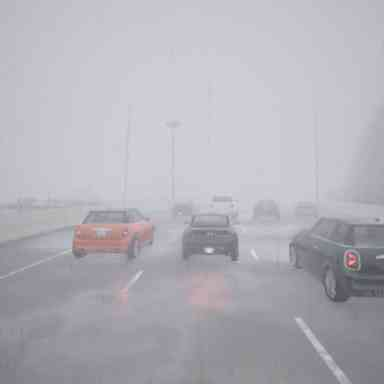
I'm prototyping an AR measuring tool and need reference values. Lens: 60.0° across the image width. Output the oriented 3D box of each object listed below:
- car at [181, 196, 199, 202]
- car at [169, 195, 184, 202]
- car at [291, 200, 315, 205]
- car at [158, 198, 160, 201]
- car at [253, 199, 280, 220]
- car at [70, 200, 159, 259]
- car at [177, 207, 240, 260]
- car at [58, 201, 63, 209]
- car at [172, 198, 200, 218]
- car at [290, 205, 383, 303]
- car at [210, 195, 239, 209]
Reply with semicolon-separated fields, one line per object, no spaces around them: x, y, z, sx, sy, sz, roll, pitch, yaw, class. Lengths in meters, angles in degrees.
-0.462;1.591;77.071;2.033;1.411;5.357;0;0;24;car
-3.613;1.570;78.595;1.812;1.442;4.674;0;0;24;car
10.318;1.519;30.766;1.882;1.535;5.008;0;0;11;car
-6.764;1.593;80.118;1.994;1.385;4.181;0;0;24;car
6.468;1.385;29.197;2.097;1.767;4.553;0;0;10;car
-2.751;1.355;12.801;2.097;1.767;4.553;0;0;4;car
0.719;1.515;12.481;1.837;1.490;4.892;0;0;5;car
-13.481;1.548;37.663;2.033;1.411;5.357;0;0;12;car
-0.515;1.525;29.966;1.837;1.490;4.892;0;0;10;car
3.942;1.365;8.351;2.097;1.767;4.553;0;0;3;car
2.808;1.247;28.818;2.150;2.045;5.566;0;0;10;car
